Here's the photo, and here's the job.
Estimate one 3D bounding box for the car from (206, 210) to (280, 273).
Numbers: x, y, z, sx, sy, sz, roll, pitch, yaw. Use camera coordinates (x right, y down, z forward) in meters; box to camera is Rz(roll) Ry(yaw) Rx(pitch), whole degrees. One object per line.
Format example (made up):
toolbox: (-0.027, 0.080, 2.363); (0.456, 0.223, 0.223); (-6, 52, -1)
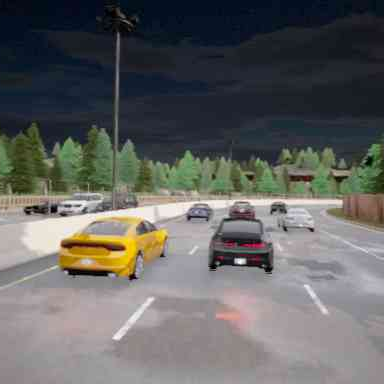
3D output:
car: (1.640, 1.591, 11.138); (1.837, 1.490, 4.892); (1, 0, 9)

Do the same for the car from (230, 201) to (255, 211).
car: (4.366, 1.577, 28.842); (2.097, 1.767, 4.553); (1, 0, 9)

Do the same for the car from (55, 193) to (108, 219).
car: (-9.789, 1.137, 30.001); (2.150, 2.045, 5.566); (1, 0, 10)

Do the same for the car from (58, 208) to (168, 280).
car: (-2.055, 1.477, 10.102); (1.882, 1.535, 5.008); (1, 0, 9)

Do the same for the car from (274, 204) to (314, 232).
car: (6.831, 1.775, 22.090); (1.812, 1.442, 4.674); (1, 0, 9)

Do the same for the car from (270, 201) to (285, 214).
car: (10.532, 1.915, 40.297); (1.837, 1.490, 4.892); (1, -1, 16)

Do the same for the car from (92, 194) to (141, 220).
car: (-6.415, 1.207, 28.996); (2.150, 2.045, 5.566); (1, 0, 9)

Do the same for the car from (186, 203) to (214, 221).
car: (0.758, 1.691, 28.561); (2.033, 1.411, 5.357); (1, 0, 9)
